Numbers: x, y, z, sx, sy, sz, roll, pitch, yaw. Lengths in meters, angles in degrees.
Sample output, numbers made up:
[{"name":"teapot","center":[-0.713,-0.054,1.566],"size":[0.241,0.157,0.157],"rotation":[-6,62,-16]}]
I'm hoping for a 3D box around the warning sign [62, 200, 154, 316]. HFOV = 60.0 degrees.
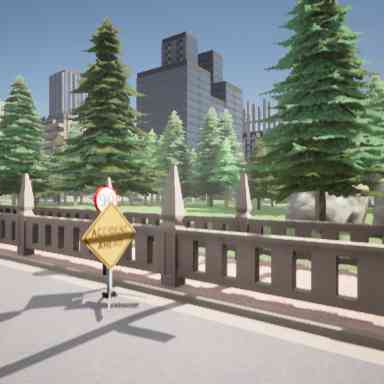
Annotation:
[{"name":"warning sign","center":[-1.551,1.099,6.265],"size":[1.060,1.860,1.300],"rotation":[0,0,35]}]
